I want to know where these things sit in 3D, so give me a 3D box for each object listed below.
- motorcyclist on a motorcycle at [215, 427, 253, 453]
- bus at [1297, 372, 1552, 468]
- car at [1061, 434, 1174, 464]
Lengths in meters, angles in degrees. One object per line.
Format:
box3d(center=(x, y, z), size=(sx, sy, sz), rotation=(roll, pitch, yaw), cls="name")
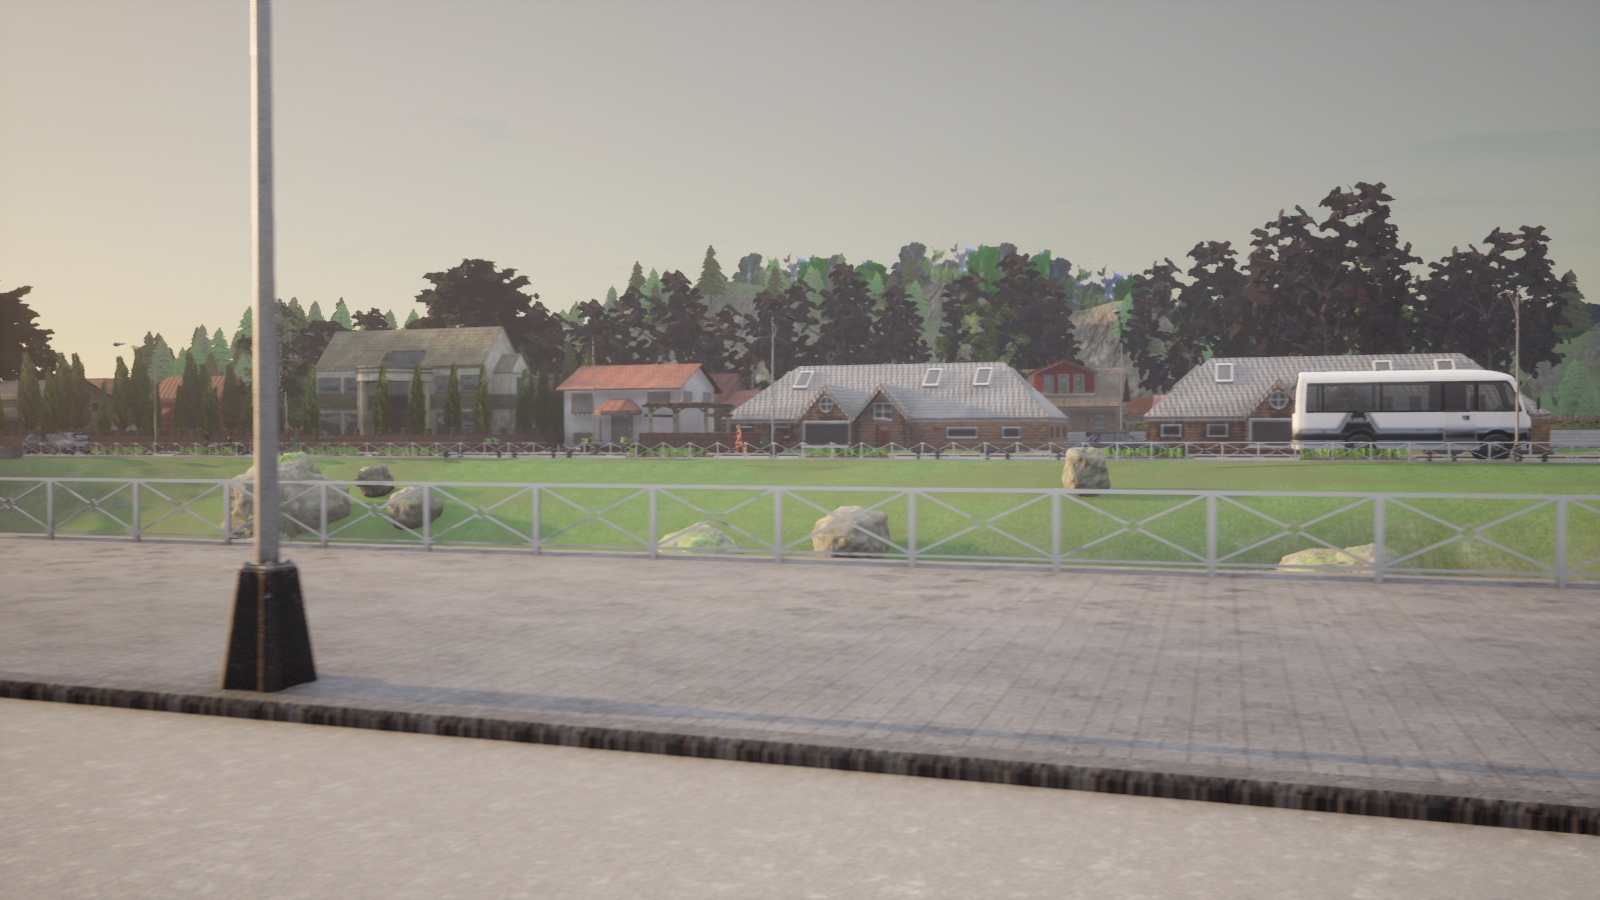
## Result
box3d(center=(-36.517, -0.659, 81.060), size=(2.350, 1.649, 0.766), rotation=(1, 1, 19), cls="motorcyclist on a motorcycle")
box3d(center=(28.985, -1.386, 58.989), size=(10.273, 4.253, 3.944), rotation=(0, 1, 19), cls="bus")
box3d(center=(16.041, -0.080, 63.367), size=(5.357, 1.411, 2.033), rotation=(1, 1, 19), cls="car")
